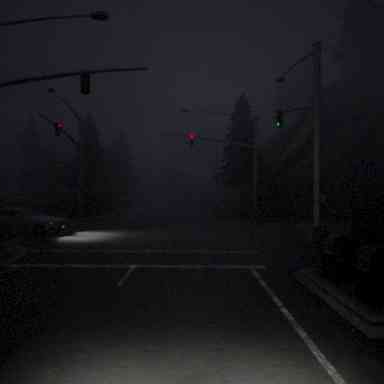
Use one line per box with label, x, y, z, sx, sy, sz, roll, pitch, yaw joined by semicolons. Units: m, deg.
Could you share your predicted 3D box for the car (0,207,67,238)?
car;-8.927;1.515;17.270;4.674;1.442;1.812;0;0;5
